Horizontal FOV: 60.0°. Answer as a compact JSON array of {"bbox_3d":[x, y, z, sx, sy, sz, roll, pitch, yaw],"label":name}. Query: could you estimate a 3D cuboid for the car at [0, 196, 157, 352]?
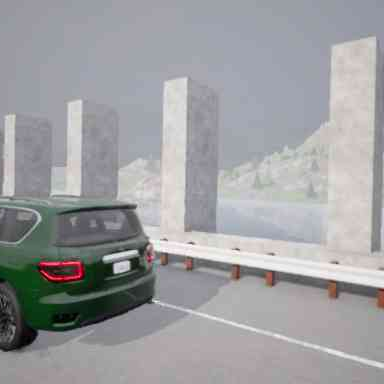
[{"bbox_3d":[-3.183,1.078,6.177,5.566,2.045,2.150,2,1,35],"label":"car"}]
